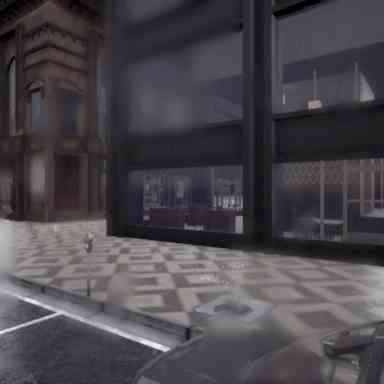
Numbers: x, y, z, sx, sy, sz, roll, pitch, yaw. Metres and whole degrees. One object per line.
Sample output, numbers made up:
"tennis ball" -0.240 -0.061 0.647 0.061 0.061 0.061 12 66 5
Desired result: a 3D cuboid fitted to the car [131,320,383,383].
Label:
"car" 1.444 1.550 1.934 4.403 1.369 2.008 0 0 36
